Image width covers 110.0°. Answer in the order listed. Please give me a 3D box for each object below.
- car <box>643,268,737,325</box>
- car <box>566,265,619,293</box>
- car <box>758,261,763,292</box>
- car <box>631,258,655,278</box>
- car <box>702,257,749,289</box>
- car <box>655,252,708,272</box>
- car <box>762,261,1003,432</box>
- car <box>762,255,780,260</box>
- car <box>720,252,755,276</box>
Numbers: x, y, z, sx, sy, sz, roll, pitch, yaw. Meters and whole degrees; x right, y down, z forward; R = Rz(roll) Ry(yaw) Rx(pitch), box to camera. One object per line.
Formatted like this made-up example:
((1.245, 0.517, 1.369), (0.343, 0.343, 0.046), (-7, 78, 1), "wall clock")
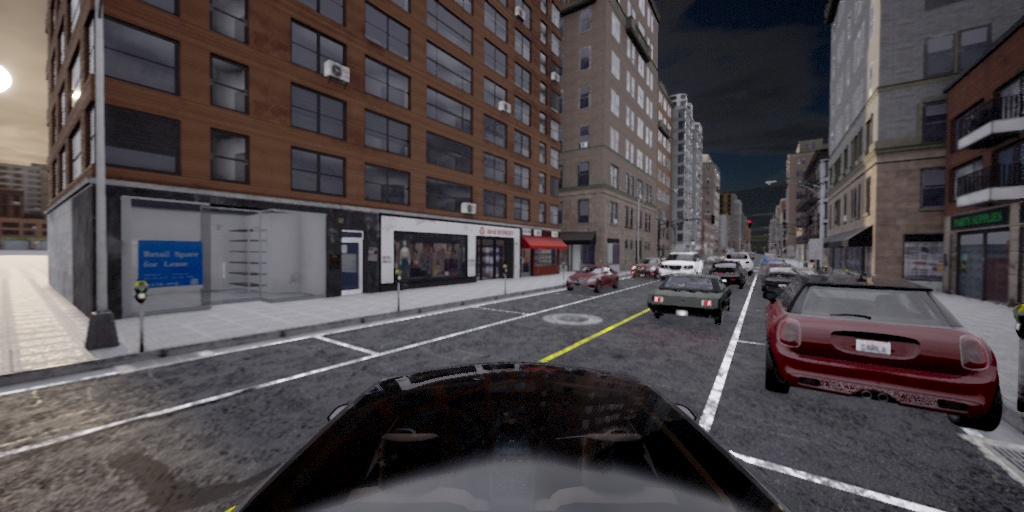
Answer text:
((5.929, 1.251, 11.618), (1.895, 1.301, 4.718), (1, 1, 35), "car")
((4.355, 1.113, 18.942), (1.802, 1.307, 4.207), (0, 0, 35), "car")
((14.098, 1.157, 18.849), (2.007, 1.370, 4.403), (0, 0, 35), "car")
((10.702, 0.887, 27.971), (1.967, 1.591, 4.097), (0, 0, 35), "car")
((13.043, 1.063, 21.738), (1.837, 1.490, 4.892), (1, 2, 35), "car")
((12.247, 0.714, 25.722), (2.150, 2.045, 5.566), (1, 1, 35), "car")
((5.511, 1.082, 6.000), (2.097, 1.767, 4.553), (1, 1, 35), "car")
((20.446, 0.963, 27.879), (1.967, 1.591, 4.097), (0, 0, 35), "car")
((20.878, 0.672, 33.059), (2.150, 2.045, 5.566), (1, 1, 35), "car")
